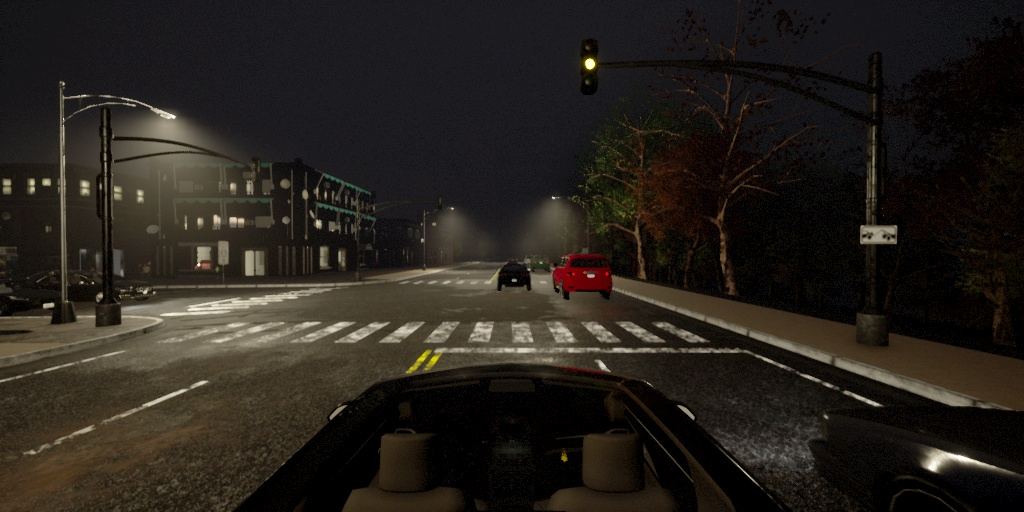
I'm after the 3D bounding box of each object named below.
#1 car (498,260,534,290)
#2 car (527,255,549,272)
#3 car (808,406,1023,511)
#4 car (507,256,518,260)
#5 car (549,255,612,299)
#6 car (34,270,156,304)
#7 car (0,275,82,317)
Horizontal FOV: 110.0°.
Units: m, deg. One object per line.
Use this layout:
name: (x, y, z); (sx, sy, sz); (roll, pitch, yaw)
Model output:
car: (0.132, 1.208, 22.196); (1.882, 1.535, 5.008); (0, 0, 0)
car: (3.415, 0.926, 44.318); (2.150, 2.045, 5.566); (0, 0, 0)
car: (3.348, 1.298, 0.418); (2.033, 1.411, 5.357); (0, 0, 0)
car: (0.095, 1.246, 64.111); (1.994, 1.385, 4.181); (0, 0, 0)
car: (3.373, 0.955, 17.978); (2.150, 2.045, 5.566); (0, 0, 0)
car: (-19.320, 1.459, 16.436); (4.892, 1.490, 1.837); (-1, 1, -2)
car: (-19.930, 1.556, 13.756); (4.313, 1.339, 1.948); (0, 0, 0)
